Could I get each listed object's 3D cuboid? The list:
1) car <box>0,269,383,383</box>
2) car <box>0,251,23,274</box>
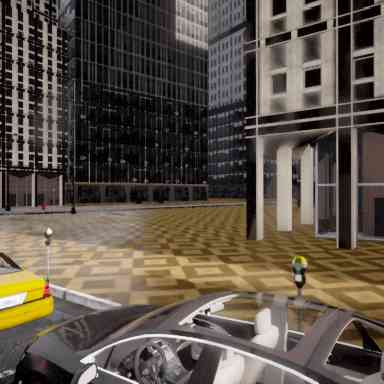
[{"bbox_3d":[0.273,1.551,2.683,4.403,1.369,2.008,0,0,36],"label":"car"},{"bbox_3d":[-4.480,1.525,6.079,4.829,1.417,1.752,0,0,36],"label":"car"}]
